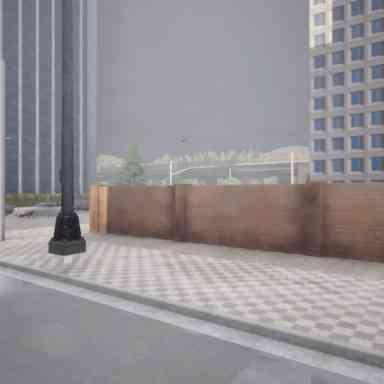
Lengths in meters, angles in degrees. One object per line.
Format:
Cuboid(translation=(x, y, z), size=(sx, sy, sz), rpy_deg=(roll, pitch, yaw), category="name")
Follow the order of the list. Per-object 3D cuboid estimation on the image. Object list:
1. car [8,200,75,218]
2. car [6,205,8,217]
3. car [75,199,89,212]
Cuboid(translation=(-13.438, 1.597, 29.961), size=(1.895, 1.301, 4.718), rpy_deg=(0, 0, 35), category="car")
Cuboid(translation=(-18.241, 1.543, 29.267), size=(2.033, 1.411, 5.357), rpy_deg=(0, 0, 32), category="car")
Cuboid(translation=(-12.432, 1.543, 37.497), size=(2.033, 1.411, 5.357), rpy_deg=(0, 0, 35), category="car")
